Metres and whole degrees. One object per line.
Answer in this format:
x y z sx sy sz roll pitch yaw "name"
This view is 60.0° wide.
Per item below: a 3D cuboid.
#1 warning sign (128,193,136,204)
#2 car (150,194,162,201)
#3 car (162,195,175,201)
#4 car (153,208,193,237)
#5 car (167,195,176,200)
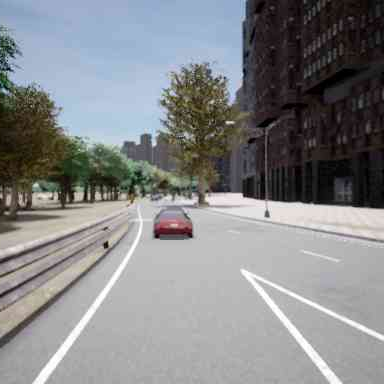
-10.362 1.178 57.262 1.300 1.860 1.060 0 0 -7 "warning sign"
-9.342 1.625 83.629 2.033 1.411 5.357 0 0 -1 "car"
-5.866 1.606 84.636 1.812 1.442 4.674 0 0 -1 "car"
-1.077 1.569 17.999 1.994 1.385 4.181 0 0 -6 "car"
-5.937 1.510 94.767 2.128 1.511 4.902 0 0 1 "car"
